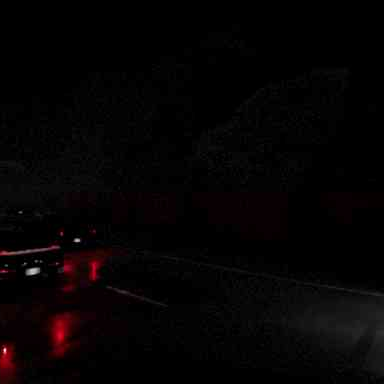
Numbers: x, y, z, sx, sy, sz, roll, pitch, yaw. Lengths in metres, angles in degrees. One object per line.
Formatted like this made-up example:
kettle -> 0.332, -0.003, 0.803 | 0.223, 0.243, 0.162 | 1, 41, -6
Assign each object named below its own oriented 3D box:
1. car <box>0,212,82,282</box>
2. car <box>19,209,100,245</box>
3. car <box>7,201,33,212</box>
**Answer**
car -> -5.175, 1.506, 8.899 | 4.902, 1.511, 2.128 | 0, 0, 44
car -> -5.986, 1.631, 14.882 | 1.895, 1.301, 4.718 | 0, 0, -41
car -> -15.238, 1.526, 29.464 | 1.882, 1.535, 5.008 | 0, 0, -28
